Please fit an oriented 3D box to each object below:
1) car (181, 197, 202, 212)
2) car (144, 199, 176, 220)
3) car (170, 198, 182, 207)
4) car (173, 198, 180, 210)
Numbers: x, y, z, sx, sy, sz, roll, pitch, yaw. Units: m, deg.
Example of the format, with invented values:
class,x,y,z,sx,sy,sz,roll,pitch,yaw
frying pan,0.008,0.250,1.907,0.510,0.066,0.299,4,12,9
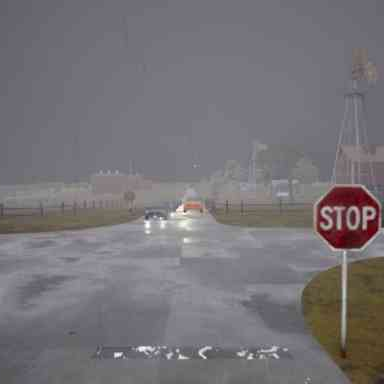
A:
class,x,y,z,sx,sy,sz,roll,pitch,yaw
car,0.137,1.421,39.224,2.097,1.767,4.553,0,0,0
car,-2.859,1.572,29.000,2.033,1.411,5.357,0,0,1
car,-2.738,1.786,58.098,1.994,1.385,4.181,0,-1,0
car,-2.806,1.628,38.296,1.994,1.385,4.181,0,0,0
